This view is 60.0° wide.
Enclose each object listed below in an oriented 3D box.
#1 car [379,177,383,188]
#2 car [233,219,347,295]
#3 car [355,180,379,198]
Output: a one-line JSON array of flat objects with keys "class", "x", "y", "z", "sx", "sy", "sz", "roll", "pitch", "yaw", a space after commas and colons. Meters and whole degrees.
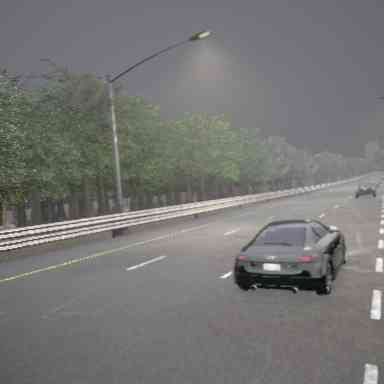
[{"class": "car", "x": 35.554, "y": -1.462, "z": 65.074, "sx": 2.128, "sy": 1.511, "sz": 4.902, "roll": -5, "pitch": 0, "yaw": 30}, {"class": "car", "x": 2.577, "y": 1.368, "z": 8.292, "sx": 1.994, "sy": 1.385, "sz": 4.181, "roll": -5, "pitch": 0, "yaw": 30}, {"class": "car", "x": 20.423, "y": -0.330, "z": 39.088, "sx": 2.097, "sy": 1.767, "sz": 4.553, "roll": -5, "pitch": 0, "yaw": 30}]
